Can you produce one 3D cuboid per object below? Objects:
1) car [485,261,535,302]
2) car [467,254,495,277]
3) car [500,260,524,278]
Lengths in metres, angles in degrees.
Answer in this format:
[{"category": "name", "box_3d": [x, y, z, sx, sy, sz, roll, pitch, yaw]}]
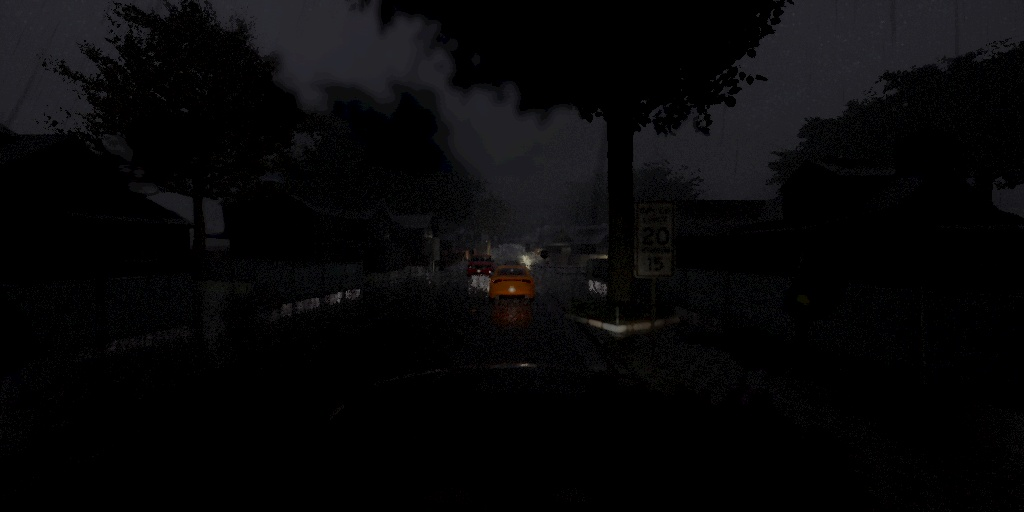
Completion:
[{"category": "car", "box_3d": [0.001, 1.158, 16.495, 1.882, 1.535, 5.008, 0, 0, 0]}, {"category": "car", "box_3d": [-2.749, 0.868, 32.461, 2.150, 2.045, 5.566, 0, 1, 0]}, {"category": "car", "box_3d": [0.001, 1.125, 31.494, 1.994, 1.385, 4.181, 0, 1, 0]}]
